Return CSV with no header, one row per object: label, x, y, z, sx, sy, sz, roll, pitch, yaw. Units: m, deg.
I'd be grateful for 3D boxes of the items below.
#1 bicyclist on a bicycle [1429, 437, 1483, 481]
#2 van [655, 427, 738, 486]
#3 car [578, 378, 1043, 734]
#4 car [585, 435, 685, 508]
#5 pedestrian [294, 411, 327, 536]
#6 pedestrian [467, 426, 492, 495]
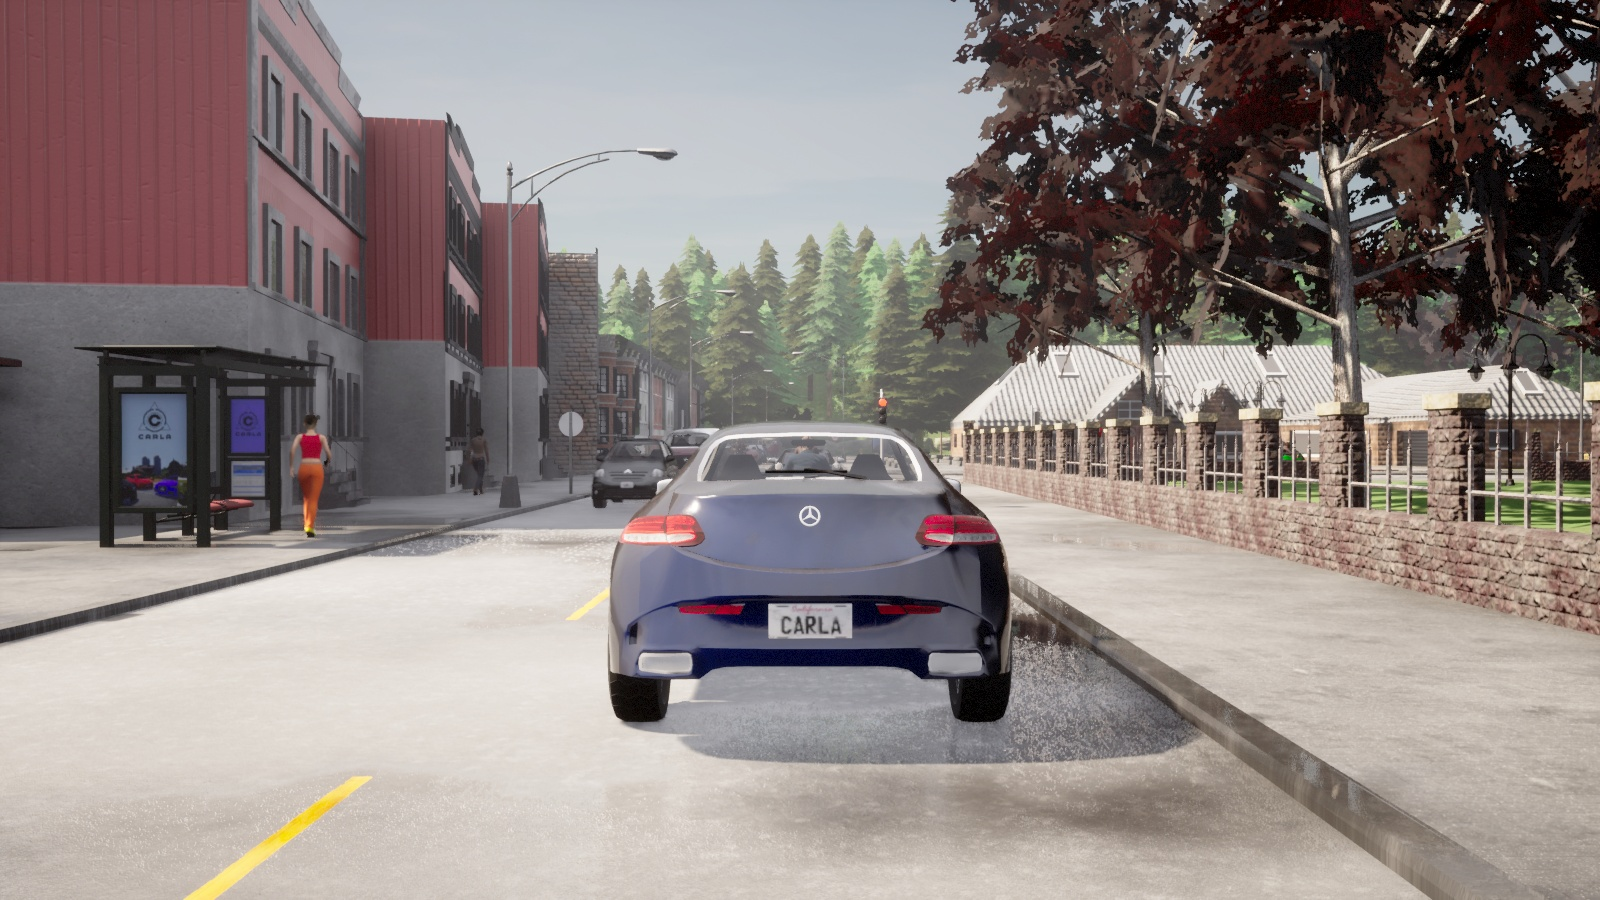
bicyclist on a bicycle,26.748,0.349,51.210,1.843,1.776,0.659,0,0,-1
van,-3.651,0.212,45.212,2.069,2.038,4.480,0,0,7
car,0.057,0.478,8.336,2.152,1.651,5.027,0,0,0
car,-3.837,0.473,29.824,1.851,1.617,3.988,0,0,0
pedestrian,-7.315,0.341,18.786,0.345,1.836,0.594,0,0,-10
pedestrian,-8.475,0.262,33.262,0.328,1.805,0.869,0,0,9
